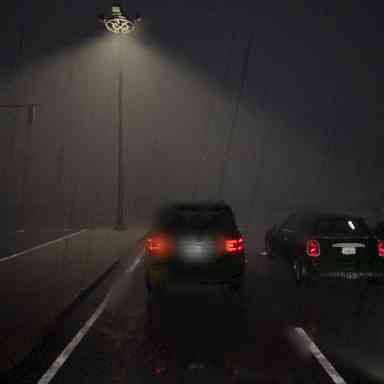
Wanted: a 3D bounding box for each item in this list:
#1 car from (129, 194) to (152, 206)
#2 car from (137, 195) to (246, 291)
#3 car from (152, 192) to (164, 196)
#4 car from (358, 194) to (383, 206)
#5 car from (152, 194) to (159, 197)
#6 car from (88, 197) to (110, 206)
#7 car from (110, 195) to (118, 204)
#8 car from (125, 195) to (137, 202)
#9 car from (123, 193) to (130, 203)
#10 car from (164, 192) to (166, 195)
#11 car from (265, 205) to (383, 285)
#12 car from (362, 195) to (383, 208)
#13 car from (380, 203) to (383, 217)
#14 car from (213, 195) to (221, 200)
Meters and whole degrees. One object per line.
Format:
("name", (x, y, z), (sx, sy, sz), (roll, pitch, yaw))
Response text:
("car", (-8.138, 1.491, 53.230), (2.128, 1.511, 4.902), (0, 0, 0))
("car", (0.072, 1.221, 9.116), (2.150, 2.045, 5.566), (0, 0, 0))
("car", (-8.063, 1.225, 73.498), (2.150, 2.045, 5.566), (0, 0, 0))
("car", (20.996, 1.223, 36.085), (5.566, 2.045, 2.150), (0, 0, 1))
("car", (-8.108, 1.547, 62.977), (2.033, 1.411, 5.357), (0, 0, 1))
("car", (-15.135, 1.564, 53.287), (1.994, 1.385, 4.181), (0, 0, 0))
("car", (-15.108, 1.601, 62.040), (1.895, 1.301, 4.718), (0, 0, 0))
("car", (-15.061, 1.525, 82.036), (2.128, 1.511, 4.902), (0, 0, 0))
("car", (-15.062, 1.225, 71.936), (2.150, 2.045, 5.566), (0, 0, 0))
("car", (-8.005, 1.130, 87.600), (2.150, 2.045, 5.566), (0, 0, 1))
("car", (3.571, 1.352, 9.684), (2.097, 1.767, 4.553), (0, 0, 0))
("car", (7.070, 1.221, 8.809), (2.150, 2.045, 5.566), (0, 0, 0))
("car", (19.319, 1.601, 29.103), (4.718, 1.301, 1.895), (0, 0, 1))
("car", (7.164, 1.552, 95.117), (1.994, 1.385, 4.181), (0, 0, 1))
